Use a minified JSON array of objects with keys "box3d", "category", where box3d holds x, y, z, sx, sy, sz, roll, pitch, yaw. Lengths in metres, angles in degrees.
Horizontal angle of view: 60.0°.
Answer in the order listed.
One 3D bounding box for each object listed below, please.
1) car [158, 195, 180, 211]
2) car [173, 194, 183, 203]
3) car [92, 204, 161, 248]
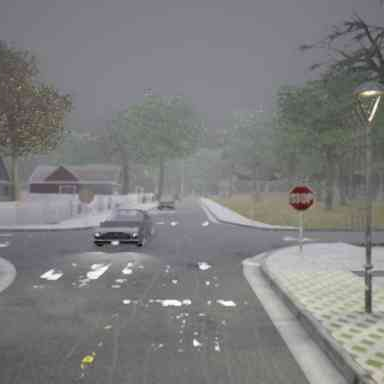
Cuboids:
[{"box3d":[-2.776,1.325,37.618,2.033,1.411,5.357,0,0,0],"category":"car"},{"box3d":[-2.791,1.078,62.151,1.837,1.490,4.892,0,0,0],"category":"car"},{"box3d":[-2.767,1.467,14.628,2.033,1.411,5.357,0,0,0],"category":"car"}]
